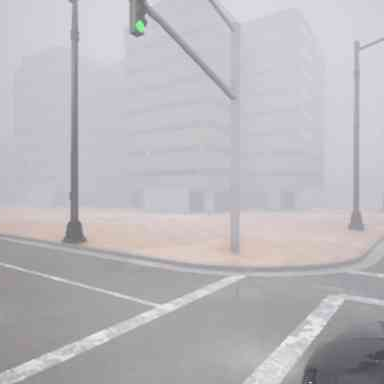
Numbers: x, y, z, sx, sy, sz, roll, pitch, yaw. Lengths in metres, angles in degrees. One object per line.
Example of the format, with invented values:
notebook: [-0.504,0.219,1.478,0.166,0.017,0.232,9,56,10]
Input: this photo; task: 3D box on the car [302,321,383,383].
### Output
car: [3.108,1.511,1.774,4.892,1.490,1.837,0,0,36]
